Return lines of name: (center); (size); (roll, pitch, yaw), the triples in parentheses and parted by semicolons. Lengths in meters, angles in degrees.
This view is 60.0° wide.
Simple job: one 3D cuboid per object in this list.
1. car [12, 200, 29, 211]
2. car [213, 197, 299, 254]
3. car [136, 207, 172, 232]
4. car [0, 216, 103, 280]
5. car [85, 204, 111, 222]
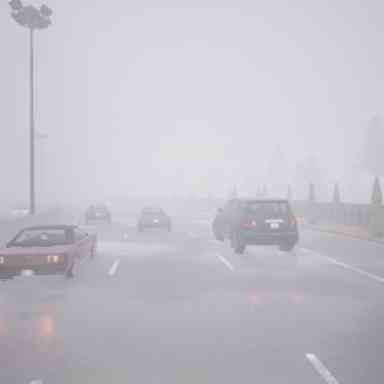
car: (-24.137, 1.890, 46.670); (1.994, 1.385, 4.181); (0, 0, -31)
car: (2.408, 1.236, 13.871); (2.150, 2.045, 5.566); (0, 0, -8)
car: (-2.485, 1.622, 20.943); (1.994, 1.385, 4.181); (0, 0, -12)
car: (-4.147, 1.640, 10.104); (1.895, 1.301, 4.718); (0, 0, -6)
car: (-7.683, 1.673, 27.127); (1.994, 1.385, 4.181); (0, 0, -16)
